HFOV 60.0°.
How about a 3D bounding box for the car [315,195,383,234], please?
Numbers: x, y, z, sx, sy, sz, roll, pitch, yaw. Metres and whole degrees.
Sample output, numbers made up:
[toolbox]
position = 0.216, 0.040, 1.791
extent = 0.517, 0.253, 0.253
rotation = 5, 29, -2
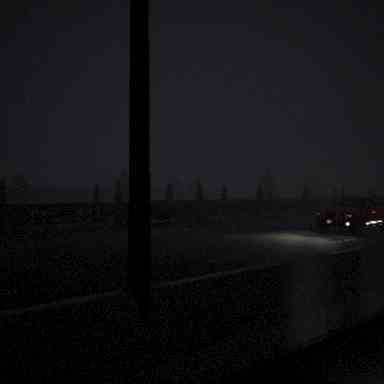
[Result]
[car]
position = 9.579, 1.216, 19.406
extent = 5.566, 2.045, 2.150
rotation = 0, 0, -35
